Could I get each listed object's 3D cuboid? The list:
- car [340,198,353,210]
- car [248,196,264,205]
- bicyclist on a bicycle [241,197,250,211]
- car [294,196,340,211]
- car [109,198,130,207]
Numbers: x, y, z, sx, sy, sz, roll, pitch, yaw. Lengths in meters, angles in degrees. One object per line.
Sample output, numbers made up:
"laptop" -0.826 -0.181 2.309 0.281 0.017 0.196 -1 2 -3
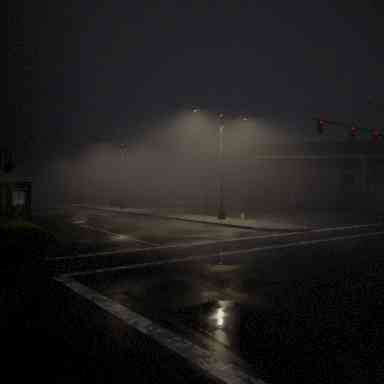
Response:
"car" 18.160 1.453 42.040 1.970 1.475 3.806 0 0 -35
"car" 11.850 1.474 60.724 1.882 1.535 5.008 0 0 29
"bicyclist on a bicycle" 6.318 1.428 39.756 1.656 1.620 0.582 -6 -7 -37
"car" 13.896 1.293 38.116 2.242 1.667 4.611 0 0 -35
"car" -11.092 1.562 50.726 1.994 1.385 4.181 0 0 -35
